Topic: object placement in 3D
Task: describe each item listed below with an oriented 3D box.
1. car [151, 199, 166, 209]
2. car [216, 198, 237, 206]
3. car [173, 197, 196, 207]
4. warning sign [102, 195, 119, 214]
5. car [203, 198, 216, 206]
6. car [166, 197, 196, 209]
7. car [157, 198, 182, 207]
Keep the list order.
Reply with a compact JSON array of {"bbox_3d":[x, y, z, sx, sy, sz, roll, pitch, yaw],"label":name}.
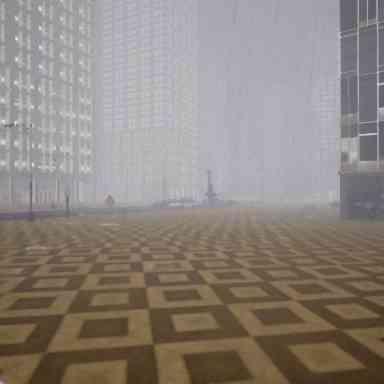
[{"bbox_3d":[-4.048,1.884,50.826,1.895,1.301,4.718,0,-1,34],"label":"car"},{"bbox_3d":[6.798,1.957,61.865,1.895,1.301,4.718,0,0,31],"label":"car"},{"bbox_3d":[-1.369,1.745,60.995,2.097,1.767,4.553,0,0,32],"label":"car"},{"bbox_3d":[-8.285,1.251,33.723,1.300,1.860,1.060,0,0,34],"label":"warning sign"},{"bbox_3d":[4.003,1.840,63.524,1.882,1.535,5.008,0,0,31],"label":"car"},{"bbox_3d":[-1.339,1.869,49.031,1.895,1.301,4.718,0,-1,34],"label":"car"},{"bbox_3d":[-4.141,1.958,62.690,2.033,1.411,5.357,0,0,32],"label":"car"}]
